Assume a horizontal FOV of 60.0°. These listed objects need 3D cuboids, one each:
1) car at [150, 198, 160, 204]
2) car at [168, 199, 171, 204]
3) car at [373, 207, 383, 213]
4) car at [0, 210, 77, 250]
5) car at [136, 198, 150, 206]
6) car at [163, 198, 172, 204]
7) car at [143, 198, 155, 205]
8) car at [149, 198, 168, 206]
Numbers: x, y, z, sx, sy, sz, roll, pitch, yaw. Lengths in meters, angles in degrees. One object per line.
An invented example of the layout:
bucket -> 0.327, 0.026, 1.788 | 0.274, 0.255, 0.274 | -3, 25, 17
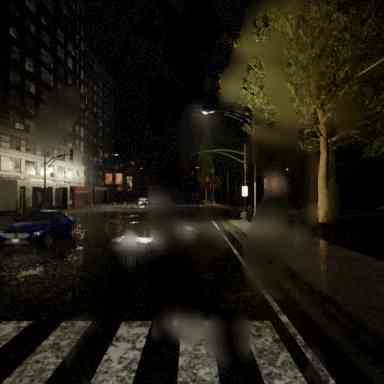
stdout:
car -> -9.536, 2.267, 85.456 | 2.033, 1.411, 5.357 | 0, -1, 0
car -> -6.314, 2.039, 74.300 | 1.882, 1.535, 5.008 | 0, -1, 0
car -> 42.449, 3.999, 74.974 | 5.357, 1.411, 2.033 | 4, -3, -45
car -> -6.567, 1.557, 14.709 | 1.812, 1.442, 4.674 | 0, 0, 0
car -> -9.627, 1.922, 64.617 | 2.128, 1.511, 4.902 | 0, -1, 1
car -> -6.288, 2.311, 84.625 | 1.895, 1.301, 4.718 | 0, -1, 0
car -> -9.563, 2.110, 74.913 | 2.033, 1.411, 5.357 | 0, -1, 0
car -> -6.378, 1.975, 64.351 | 2.033, 1.411, 5.357 | 0, -1, 1
